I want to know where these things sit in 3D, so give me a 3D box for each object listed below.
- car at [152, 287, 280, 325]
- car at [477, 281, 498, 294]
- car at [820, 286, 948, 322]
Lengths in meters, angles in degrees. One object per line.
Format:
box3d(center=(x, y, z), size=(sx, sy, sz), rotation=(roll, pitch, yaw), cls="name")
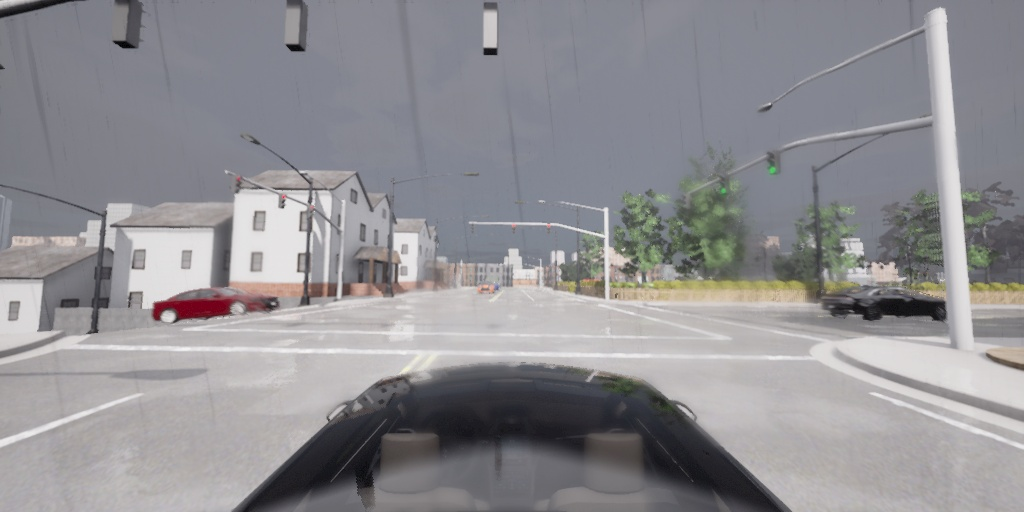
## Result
box3d(center=(-13.423, 2.165, 16.412), size=(5.008, 1.535, 1.882), rotation=(-6, -4, 0), cls="car")
box3d(center=(-3.414, 4.136, 47.820), size=(2.097, 1.767, 4.553), rotation=(0, -4, 0), cls="car")
box3d(center=(16.597, 2.088, 15.907), size=(4.902, 1.511, 2.128), rotation=(0, -4, 1), cls="car")
